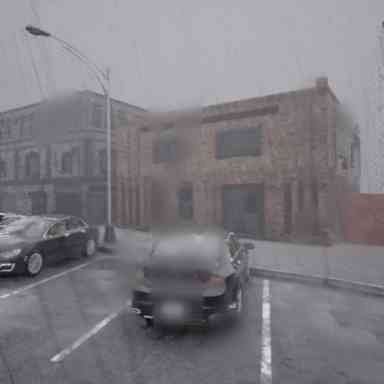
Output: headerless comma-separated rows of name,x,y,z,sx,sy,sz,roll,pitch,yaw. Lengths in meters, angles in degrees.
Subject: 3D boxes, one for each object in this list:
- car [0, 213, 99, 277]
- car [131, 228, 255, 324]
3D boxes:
car,-4.711,1.494,10.489,2.231,1.521,4.892,1,-1,12
car,0.233,1.531,7.338,2.231,1.521,4.892,0,-1,12
